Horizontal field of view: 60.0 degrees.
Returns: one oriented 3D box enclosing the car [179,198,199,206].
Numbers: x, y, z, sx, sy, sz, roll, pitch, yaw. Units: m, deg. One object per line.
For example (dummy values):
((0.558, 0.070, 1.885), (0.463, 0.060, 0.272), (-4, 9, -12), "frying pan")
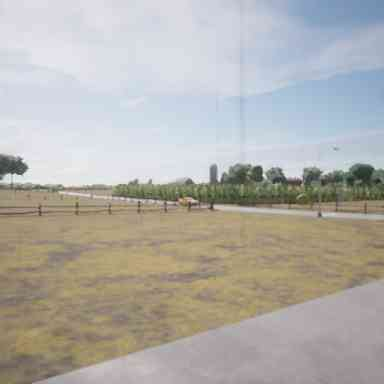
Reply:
((-0.549, 1.838, 62.281), (1.882, 1.535, 5.008), (-1, 1, -35), "car")
